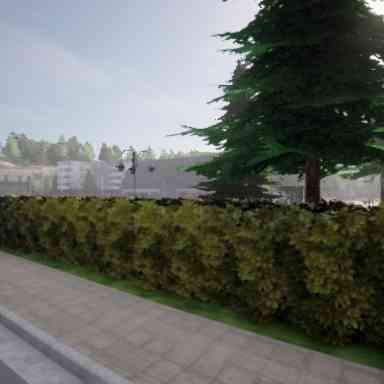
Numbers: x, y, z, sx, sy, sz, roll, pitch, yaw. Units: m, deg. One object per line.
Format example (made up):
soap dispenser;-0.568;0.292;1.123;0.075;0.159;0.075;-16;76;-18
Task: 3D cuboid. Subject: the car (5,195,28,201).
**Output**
car;-41.488;1.425;78.731;2.007;1.523;4.514;0;0;42

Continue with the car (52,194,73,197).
car;-29.060;1.293;77.499;2.152;1.636;5.027;0;0;42

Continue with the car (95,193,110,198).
car;-17.089;1.229;67.333;1.932;1.855;4.605;0;0;42

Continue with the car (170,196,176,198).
car;-3.337;1.494;54.833;1.845;1.501;3.633;0;0;42

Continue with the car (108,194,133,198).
car;-10.508;1.488;51.293;1.970;1.475;3.806;0;0;42

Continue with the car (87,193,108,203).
car;-19.529;1.209;68.964;1.905;1.878;3.866;0;0;42
